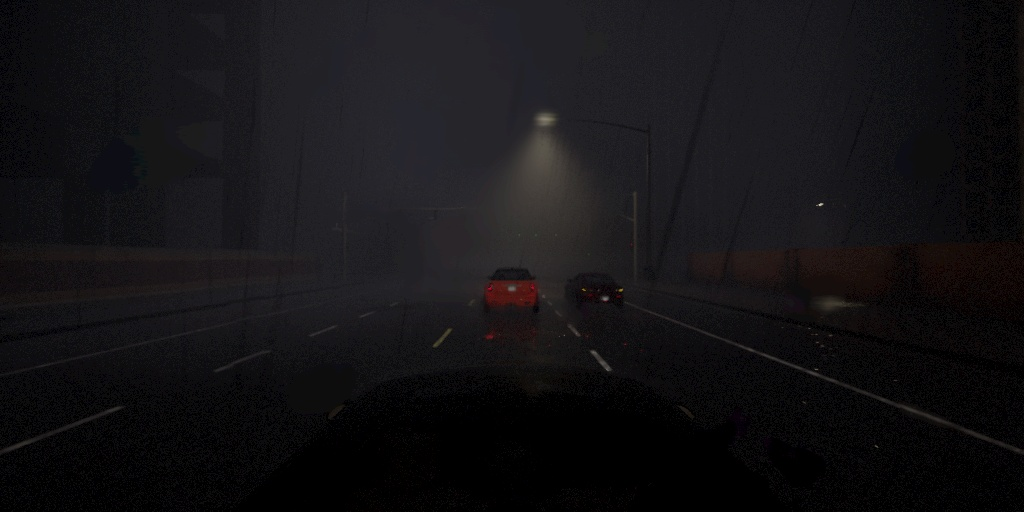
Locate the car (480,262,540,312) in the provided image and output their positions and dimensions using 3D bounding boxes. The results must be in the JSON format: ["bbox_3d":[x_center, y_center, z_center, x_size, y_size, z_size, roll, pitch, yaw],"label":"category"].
[{"bbox_3d":[0.014,1.247,15.258,2.097,1.767,4.553,0,-1,0],"label":"car"}]

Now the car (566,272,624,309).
[{"bbox_3d":[3.517,1.426,15.736,1.812,1.442,4.674,0,0,1],"label":"car"}]
